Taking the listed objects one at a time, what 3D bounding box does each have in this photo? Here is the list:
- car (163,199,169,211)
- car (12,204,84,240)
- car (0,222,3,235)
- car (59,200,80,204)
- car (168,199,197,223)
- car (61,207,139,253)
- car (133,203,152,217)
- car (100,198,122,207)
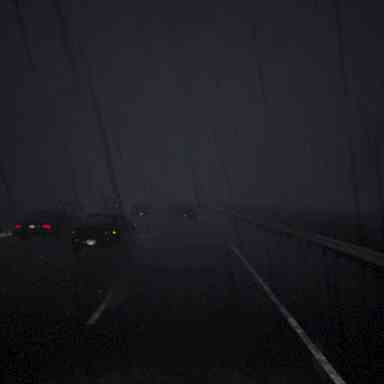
[{"bbox_3d":[-2.552,1.556,41.558,1.882,1.535,5.008,0,0,-8],"label":"car"},{"bbox_3d":[-7.131,1.580,17.098,2.033,1.411,5.357,0,0,-3],"label":"car"},{"bbox_3d":[-10.579,1.593,15.250,1.994,1.385,4.181,0,0,-2],"label":"car"},{"bbox_3d":[-11.907,1.567,32.610,1.837,1.490,4.892,0,0,-7],"label":"car"},{"bbox_3d":[-0.694,1.527,25.964,1.882,1.535,5.008,0,0,-4],"label":"car"},{"bbox_3d":[-3.530,1.552,13.715,1.812,1.442,4.674,0,0,-2],"label":"car"},{"bbox_3d":[-4.758,1.661,31.809,1.895,1.301,4.718,0,0,-6],"label":"car"},{"bbox_3d":[-8.975,1.422,37.141,2.097,1.767,4.553,0,0,-8],"label":"car"}]
